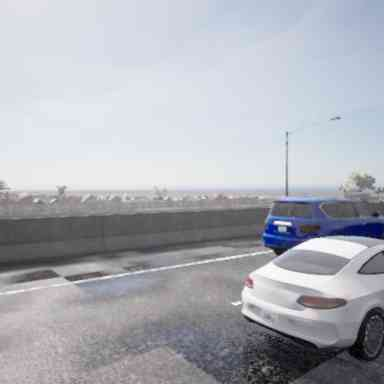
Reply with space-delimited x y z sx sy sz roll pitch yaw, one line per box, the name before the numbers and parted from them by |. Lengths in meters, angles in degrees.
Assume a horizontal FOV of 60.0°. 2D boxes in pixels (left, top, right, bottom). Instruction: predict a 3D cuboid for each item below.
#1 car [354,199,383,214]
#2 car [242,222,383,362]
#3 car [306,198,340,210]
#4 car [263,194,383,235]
car | 19.074 1.480 34.949 4.181 1.385 1.994 0 0 -36
car | 2.914 1.514 5.851 4.674 1.442 1.812 0 0 -36
car | 16.385 1.477 41.632 4.181 1.385 1.994 0 0 -36
car | 4.902 1.199 11.592 5.566 2.045 2.150 0 0 -36
